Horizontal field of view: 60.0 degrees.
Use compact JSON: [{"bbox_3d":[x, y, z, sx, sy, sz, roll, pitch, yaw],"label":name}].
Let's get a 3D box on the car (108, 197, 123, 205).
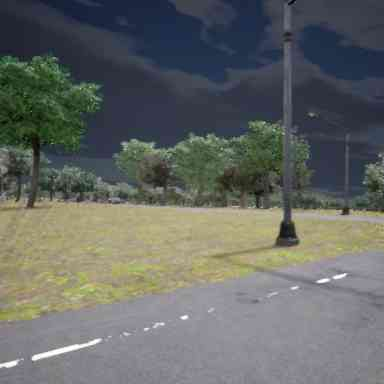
[{"bbox_3d":[-15.109,1.787,65.737,1.882,1.535,5.008,3,-2,-31],"label":"car"}]
